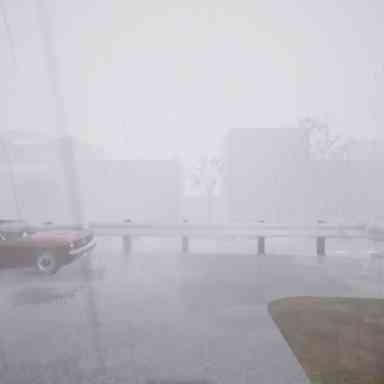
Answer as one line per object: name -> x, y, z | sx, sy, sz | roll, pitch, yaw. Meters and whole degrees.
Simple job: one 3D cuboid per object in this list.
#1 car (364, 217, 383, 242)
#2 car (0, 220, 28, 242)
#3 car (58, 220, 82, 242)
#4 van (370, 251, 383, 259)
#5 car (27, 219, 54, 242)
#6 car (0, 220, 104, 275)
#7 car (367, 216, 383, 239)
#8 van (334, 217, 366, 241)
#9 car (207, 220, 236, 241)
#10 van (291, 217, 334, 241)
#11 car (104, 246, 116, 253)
car -> 17.395, 3.604, 32.657 | 2.435, 2.045, 5.566 | 0, 1, -19
car -> -18.123, 3.828, 33.601 | 2.097, 1.535, 5.008 | 0, 1, -18
car -> -12.195, 3.833, 33.450 | 2.097, 1.535, 5.008 | -1, 1, -19
van -> 10.702, 4.147, 15.796 | 1.878, 1.987, 4.442 | -1, 3, -19
car -> -15.223, 3.824, 33.699 | 1.946, 1.575, 5.366 | -1, 1, -18
car -> -5.163, 1.441, 9.241 | 4.718, 1.301, 1.895 | -1, 2, 2
car -> 20.353, 3.606, 32.578 | 2.435, 2.045, 5.566 | 0, 1, -19
van -> 14.381, 3.626, 32.867 | 1.878, 1.987, 4.442 | -1, 1, -18
car -> 2.582, 3.719, 33.094 | 2.185, 1.767, 4.553 | 0, 1, -18
van -> 11.423, 3.624, 32.944 | 1.878, 1.987, 4.442 | -1, 1, -18
car -> -4.434, 4.106, 16.268 | 2.435, 2.045, 5.566 | -1, 3, -19
